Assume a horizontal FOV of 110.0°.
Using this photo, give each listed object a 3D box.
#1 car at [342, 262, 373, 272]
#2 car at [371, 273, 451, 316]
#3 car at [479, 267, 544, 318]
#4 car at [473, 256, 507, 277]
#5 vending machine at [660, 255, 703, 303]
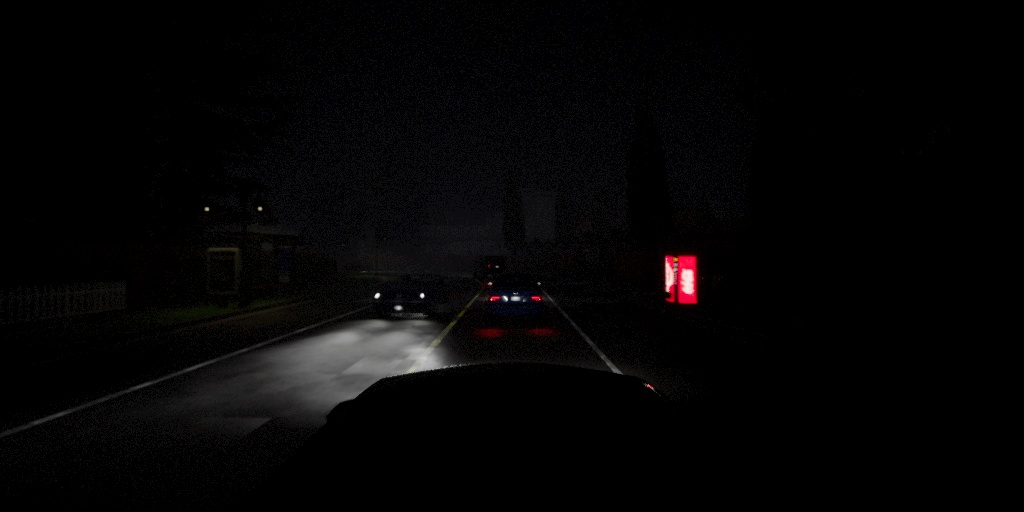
[{"bbox_3d":[-22.411,1.588,52.011,4.718,1.301,1.895,-1,-1,30],"label":"car"},{"bbox_3d":[-3.615,1.353,13.648,1.895,1.301,4.718,0,0,0],"label":"car"},{"bbox_3d":[0.104,1.299,13.018,2.033,1.411,5.357,0,0,0],"label":"car"},{"bbox_3d":[-2.029,0.994,32.421,2.150,2.045,5.566,0,0,-17],"label":"car"},{"bbox_3d":[6.890,0.947,14.621,1.100,2.100,0.880,0,0,0],"label":"vending machine"}]
